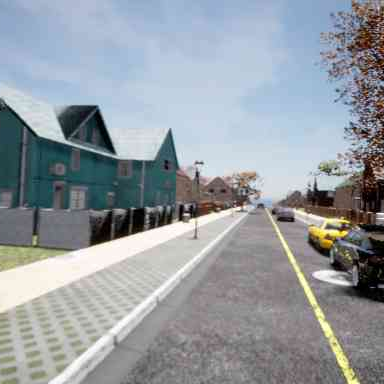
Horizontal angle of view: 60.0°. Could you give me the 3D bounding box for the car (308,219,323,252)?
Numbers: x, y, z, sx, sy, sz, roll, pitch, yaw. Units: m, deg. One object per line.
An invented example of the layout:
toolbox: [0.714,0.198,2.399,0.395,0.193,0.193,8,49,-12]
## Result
car: [6.796,1.946,16.024,1.801,1.575,5.366,3,-1,12]

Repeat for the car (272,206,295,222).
car: [10.526,2.521,37.594,2.033,1.411,5.357,3,-1,12]

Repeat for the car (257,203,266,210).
car: [17.141,3.552,82.714,1.837,1.490,4.892,3,-2,12]

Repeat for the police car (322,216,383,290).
police car: [5.547,1.794,10.075,1.930,1.638,5.238,3,-1,12]
